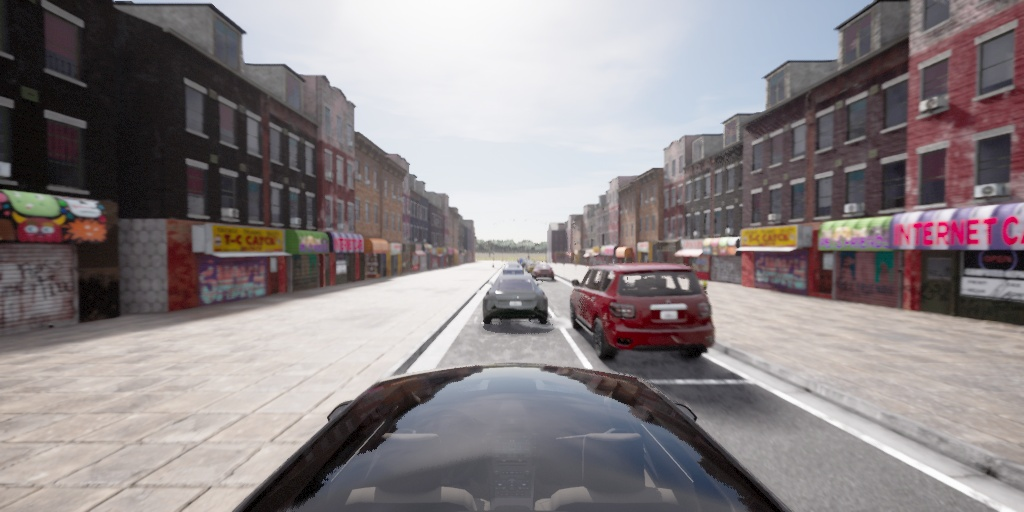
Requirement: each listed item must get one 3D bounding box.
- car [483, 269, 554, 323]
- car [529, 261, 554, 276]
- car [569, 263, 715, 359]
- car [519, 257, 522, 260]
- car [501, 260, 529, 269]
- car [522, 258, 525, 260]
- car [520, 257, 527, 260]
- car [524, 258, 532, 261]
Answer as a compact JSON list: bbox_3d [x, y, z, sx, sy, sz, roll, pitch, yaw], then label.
[{"bbox_3d":[0.099,1.314,12.147,1.994,1.385,4.181,0,0,0],"label":"car"},{"bbox_3d":[2.635,1.332,30.490,1.802,1.307,4.207,0,0,0],"label":"car"},{"bbox_3d":[2.636,1.065,8.360,2.192,1.841,5.009,0,0,0],"label":"car"},{"bbox_3d":[2.633,1.321,63.685,1.948,1.339,4.313,0,0,0],"label":"car"},{"bbox_3d":[0.098,1.297,29.870,2.033,1.411,5.357,0,0,0],"label":"car"},{"bbox_3d":[2.634,1.302,47.088,2.007,1.370,4.403,0,0,0],"label":"car"},{"bbox_3d":[2.633,1.320,58.152,1.948,1.339,4.313,0,0,0],"label":"car"},{"bbox_3d":[2.634,1.276,41.725,1.751,1.417,4.829,0,0,0],"label":"car"}]
